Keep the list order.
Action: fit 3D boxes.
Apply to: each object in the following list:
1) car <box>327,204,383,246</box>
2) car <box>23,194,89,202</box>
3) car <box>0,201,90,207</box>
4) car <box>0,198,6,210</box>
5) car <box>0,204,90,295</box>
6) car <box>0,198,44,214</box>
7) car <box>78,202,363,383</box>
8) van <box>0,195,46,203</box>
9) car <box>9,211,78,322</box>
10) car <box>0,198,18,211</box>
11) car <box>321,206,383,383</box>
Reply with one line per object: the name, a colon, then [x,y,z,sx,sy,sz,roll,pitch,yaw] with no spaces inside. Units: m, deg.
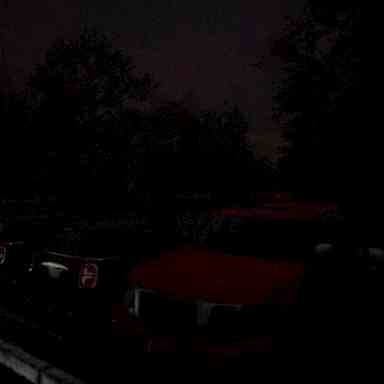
car: [8.495,1.480,16.530,2.231,1.521,4.892,0,0,35]
car: [-12.156,1.221,31.012,2.435,2.045,5.566,0,0,35]
car: [-5.590,1.349,10.476,2.185,1.767,4.553,0,0,35]
car: [-25.723,1.524,40.552,2.163,1.488,4.792,0,0,35]
car: [-3.333,1.350,8.813,2.185,1.767,4.553,0,0,35]
car: [-18.875,1.476,35.766,2.097,1.535,5.008,0,0,35]
car: [1.255,1.226,5.590,2.435,2.045,5.566,0,0,35]
van: [-7.968,1.248,11.968,1.878,1.987,4.442,0,0,35]
car: [-1.039,1.351,7.200,2.185,1.767,4.553,0,0,35]
car: [-23.411,1.515,38.998,2.163,1.488,4.792,0,0,35]
car: [3.548,1.227,3.977,2.435,2.045,5.566,0,0,35]
